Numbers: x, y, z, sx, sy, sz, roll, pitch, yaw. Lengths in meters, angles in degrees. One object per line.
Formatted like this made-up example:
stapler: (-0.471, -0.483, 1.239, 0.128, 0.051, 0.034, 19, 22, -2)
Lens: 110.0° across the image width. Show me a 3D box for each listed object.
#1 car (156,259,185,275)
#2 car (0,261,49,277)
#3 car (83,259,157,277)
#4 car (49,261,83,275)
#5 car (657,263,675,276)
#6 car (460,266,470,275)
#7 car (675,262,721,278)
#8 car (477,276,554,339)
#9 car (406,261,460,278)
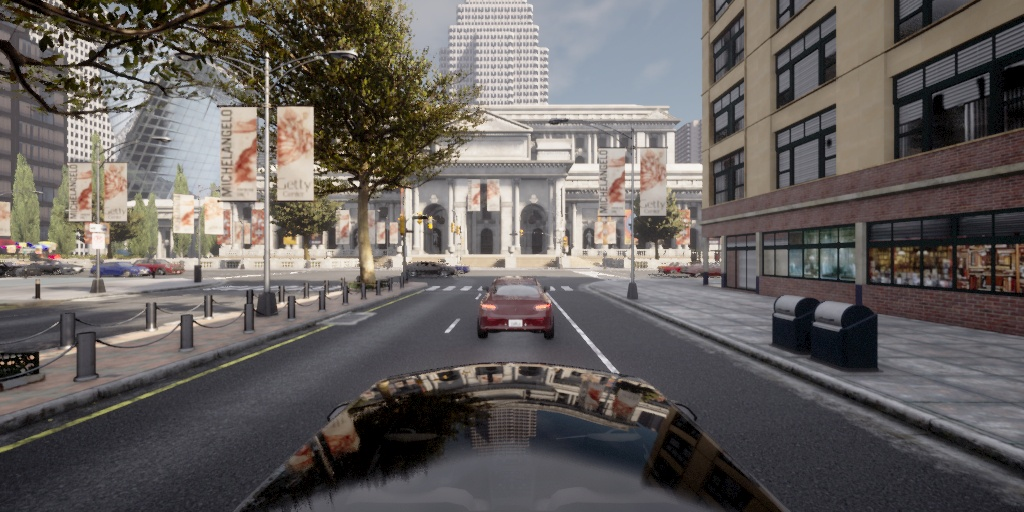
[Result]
car: (-37.295, 1.099, 37.701, 4.553, 1.767, 2.097, 0, 0, 0)
car: (-47.897, 1.312, 34.234, 4.181, 1.385, 1.994, 0, 0, -1)
car: (-37.329, 1.273, 34.206, 4.674, 1.442, 1.812, 0, 0, 0)
car: (-48.179, 1.240, 37.741, 4.902, 1.511, 2.128, 0, 0, 0)
car: (17.711, 1.348, 37.096, 4.718, 1.301, 1.895, 0, 0, 1)
car: (-6.765, 1.348, 37.373, 4.718, 1.301, 1.895, 0, 0, 1)
car: (18.630, 1.295, 33.584, 5.357, 1.411, 2.033, 0, 0, 1)
car: (0.115, 1.275, 9.996, 1.812, 1.442, 4.674, 0, 0, 1)
car: (-7.696, 1.252, 33.884, 4.892, 1.490, 1.837, 0, 0, 1)
